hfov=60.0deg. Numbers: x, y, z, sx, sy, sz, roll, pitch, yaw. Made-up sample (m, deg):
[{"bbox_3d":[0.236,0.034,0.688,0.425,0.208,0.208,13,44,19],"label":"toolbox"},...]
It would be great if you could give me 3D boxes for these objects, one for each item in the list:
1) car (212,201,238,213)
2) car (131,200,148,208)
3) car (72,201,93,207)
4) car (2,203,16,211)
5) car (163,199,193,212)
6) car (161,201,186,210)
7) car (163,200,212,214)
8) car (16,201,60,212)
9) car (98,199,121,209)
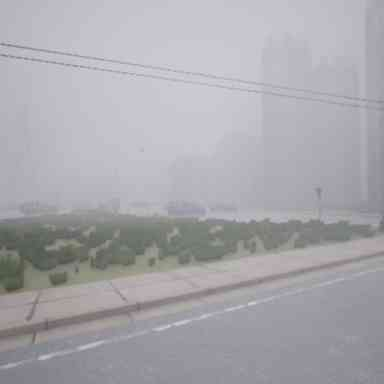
[{"bbox_3d":[4.314,2.005,45.406,1.812,1.442,4.674,0,-1,-35],"label":"car"},{"bbox_3d":[-10.519,2.385,66.095,1.882,1.535,5.008,0,-1,-35],"label":"car"},{"bbox_3d":[-22.685,2.604,69.196,4.193,1.474,1.816,0,-1,-35],"label":"car"},{"bbox_3d":[-32.512,2.647,60.808,3.905,1.438,1.784,0,-1,-35],"label":"car"},{"bbox_3d":[-2.076,1.943,48.042,2.097,1.767,4.553,0,-1,-35],"label":"car"},{"bbox_3d":[-3.168,2.221,55.908,1.812,1.442,4.674,0,-1,-35],"label":"car"},{"bbox_3d":[-0.507,1.944,38.725,4.611,1.667,2.242,0,-1,-35],"label":"car"},{"bbox_3d":[-19.417,2.059,42.543,4.605,1.855,1.932,0,-1,-35],"label":"car"},{"bbox_3d":[-14.455,2.183,58.508,3.866,1.878,1.905,0,-1,-35],"label":"car"}]
